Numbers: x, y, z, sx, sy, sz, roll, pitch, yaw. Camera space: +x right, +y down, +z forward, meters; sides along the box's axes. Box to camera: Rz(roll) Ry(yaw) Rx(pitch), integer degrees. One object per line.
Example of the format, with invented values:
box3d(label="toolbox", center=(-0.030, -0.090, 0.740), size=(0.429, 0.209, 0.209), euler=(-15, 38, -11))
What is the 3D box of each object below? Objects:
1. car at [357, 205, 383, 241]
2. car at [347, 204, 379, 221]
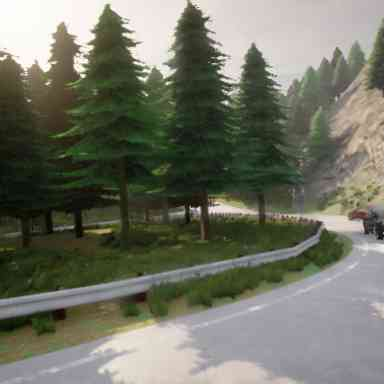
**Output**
box3d(label="car", center=(10.380, 1.642, 17.531), size=(1.837, 1.490, 4.892), euler=(-2, -2, 16))
box3d(label="car", center=(14.925, 1.749, 28.060), size=(1.812, 1.442, 4.674), euler=(-4, -2, -2))
